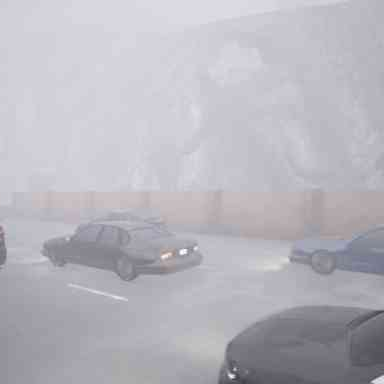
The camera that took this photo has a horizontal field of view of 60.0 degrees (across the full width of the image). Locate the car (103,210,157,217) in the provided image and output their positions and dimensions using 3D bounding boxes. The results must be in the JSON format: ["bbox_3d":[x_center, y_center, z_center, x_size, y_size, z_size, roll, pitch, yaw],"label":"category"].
[{"bbox_3d":[-3.214,1.565,14.909,4.892,1.490,1.837,0,0,36],"label":"car"}]

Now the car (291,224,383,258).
[{"bbox_3d":[5.390,1.551,8.754,5.357,1.411,2.033,0,0,35],"label":"car"}]

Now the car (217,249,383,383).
[{"bbox_3d":[2.491,1.501,2.259,4.892,1.490,1.837,0,0,35],"label":"car"}]

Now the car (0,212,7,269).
[{"bbox_3d":[-7.356,1.283,9.262,5.566,2.045,2.150,0,0,35],"label":"car"}]

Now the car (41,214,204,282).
[{"bbox_3d":[-2.272,1.587,9.930,5.357,1.411,2.033,0,0,35],"label":"car"}]

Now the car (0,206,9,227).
[{"bbox_3d":[-15.392,1.685,23.636,5.357,1.411,2.033,0,0,36],"label":"car"}]
